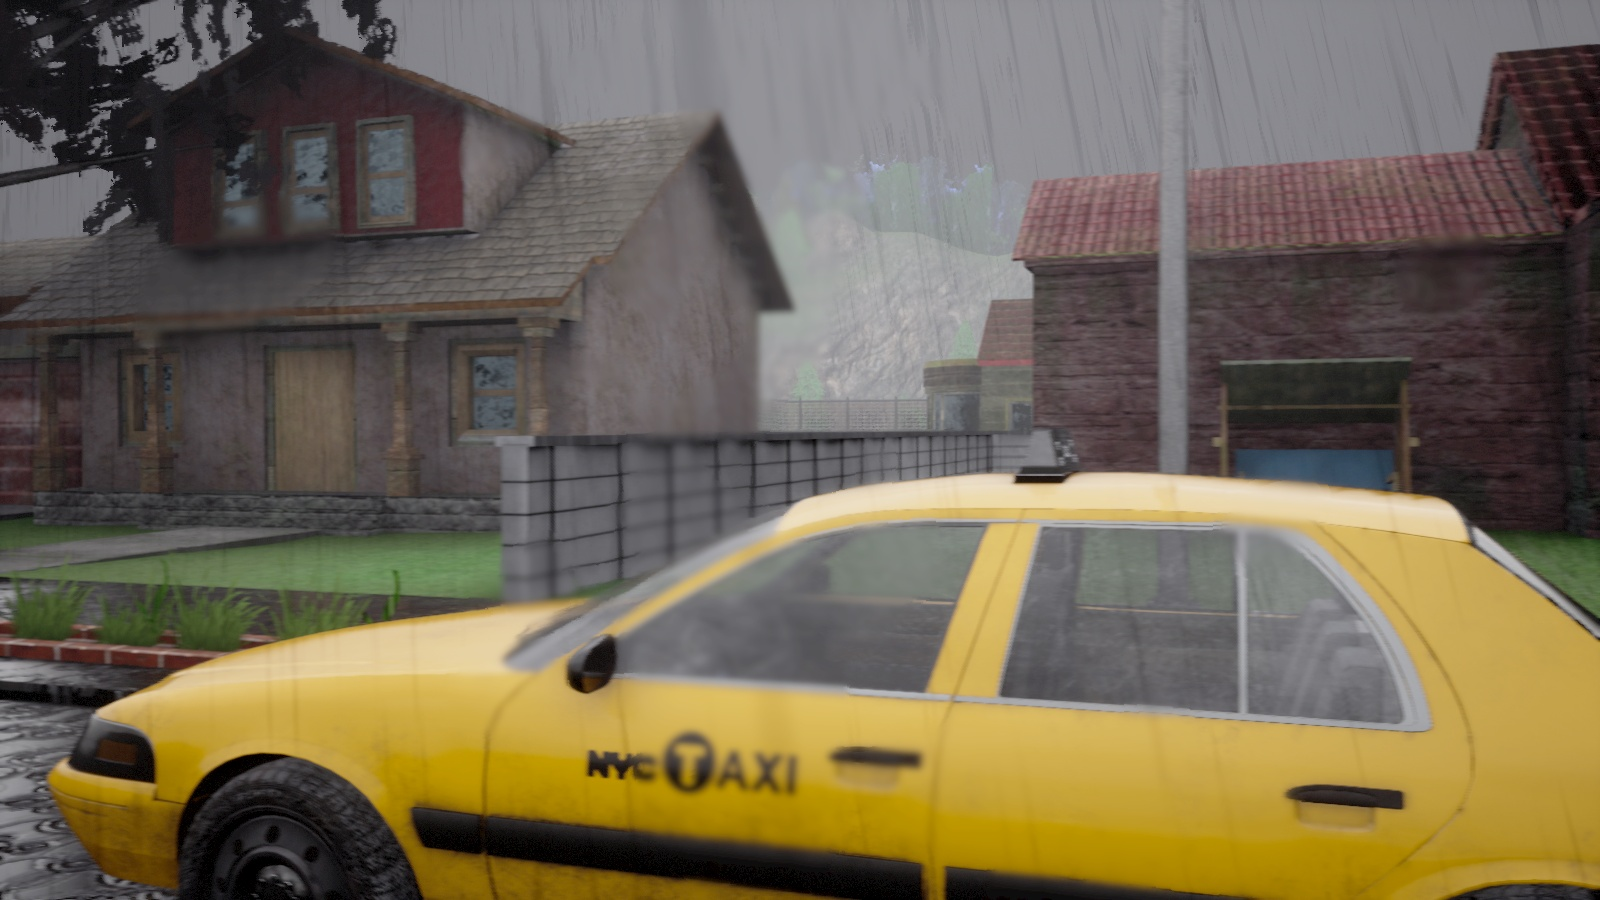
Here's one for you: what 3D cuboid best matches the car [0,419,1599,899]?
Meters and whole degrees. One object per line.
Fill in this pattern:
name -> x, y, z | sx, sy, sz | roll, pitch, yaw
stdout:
car -> 0.445, 0.710, 3.570 | 5.366, 1.575, 1.801 | 1, 1, 19
